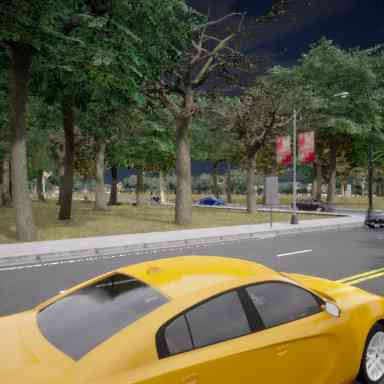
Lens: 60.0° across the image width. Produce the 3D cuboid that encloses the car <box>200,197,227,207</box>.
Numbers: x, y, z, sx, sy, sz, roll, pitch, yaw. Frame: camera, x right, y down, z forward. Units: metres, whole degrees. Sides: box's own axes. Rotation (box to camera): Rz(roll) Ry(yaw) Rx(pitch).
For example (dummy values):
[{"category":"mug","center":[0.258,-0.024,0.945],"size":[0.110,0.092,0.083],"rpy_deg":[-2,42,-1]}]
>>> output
[{"category":"car","center":[3.300,1.447,51.420],"size":[1.882,1.535,5.008],"rpy_deg":[0,0,-35]}]

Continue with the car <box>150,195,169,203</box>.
[{"category":"car","center":[-6.407,1.294,65.175],"size":[2.128,1.511,4.902],"rpy_deg":[0,0,-36]}]

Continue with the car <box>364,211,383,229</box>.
[{"category":"car","center":[12.906,1.554,20.339],"size":[5.357,1.411,2.033],"rpy_deg":[0,0,-29]}]

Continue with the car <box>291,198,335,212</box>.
[{"category":"car","center":[13.455,1.489,37.186],"size":[1.837,1.490,4.892],"rpy_deg":[0,1,-35]}]

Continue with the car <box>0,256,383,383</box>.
[{"category":"car","center":[0.308,1.478,3.663],"size":[5.008,1.535,1.882],"rpy_deg":[0,0,-36]}]
